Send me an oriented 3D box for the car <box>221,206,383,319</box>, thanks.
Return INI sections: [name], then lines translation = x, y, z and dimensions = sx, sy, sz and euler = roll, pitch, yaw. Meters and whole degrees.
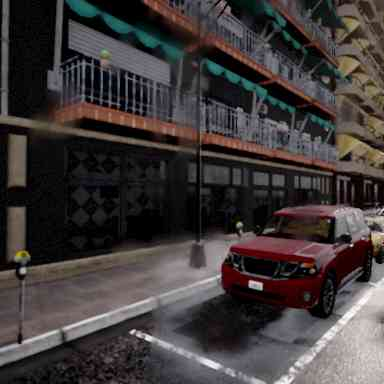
[car]
translation = 2.731, 1.301, 7.717
dimensions = 2.192, 1.841, 5.009
euler = 1, 1, 40
